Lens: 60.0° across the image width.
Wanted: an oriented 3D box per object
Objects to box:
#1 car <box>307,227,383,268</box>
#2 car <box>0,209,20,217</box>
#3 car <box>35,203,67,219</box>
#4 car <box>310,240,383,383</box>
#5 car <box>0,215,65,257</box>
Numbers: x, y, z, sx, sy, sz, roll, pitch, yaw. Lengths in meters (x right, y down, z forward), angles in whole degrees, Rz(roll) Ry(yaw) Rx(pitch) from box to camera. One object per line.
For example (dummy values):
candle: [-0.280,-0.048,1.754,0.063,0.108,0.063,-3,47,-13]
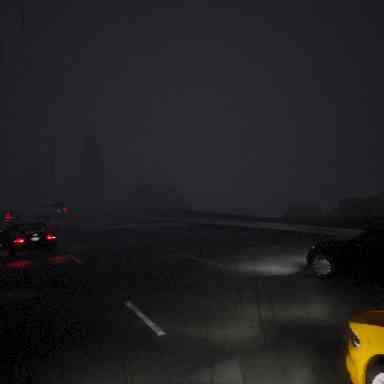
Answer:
car: [4.612,1.344,7.025,1.812,1.442,4.674,-2,-1,-27]
car: [-22.683,2.909,40.887,1.837,1.490,4.892,-2,-2,-42]
car: [-16.992,2.338,39.938,2.150,2.045,5.566,-2,-1,-42]
car: [3.278,1.326,1.769,1.882,1.535,5.008,-2,-1,-25]
car: [-7.751,2.039,15.588,2.033,1.411,5.357,-3,-1,-34]
